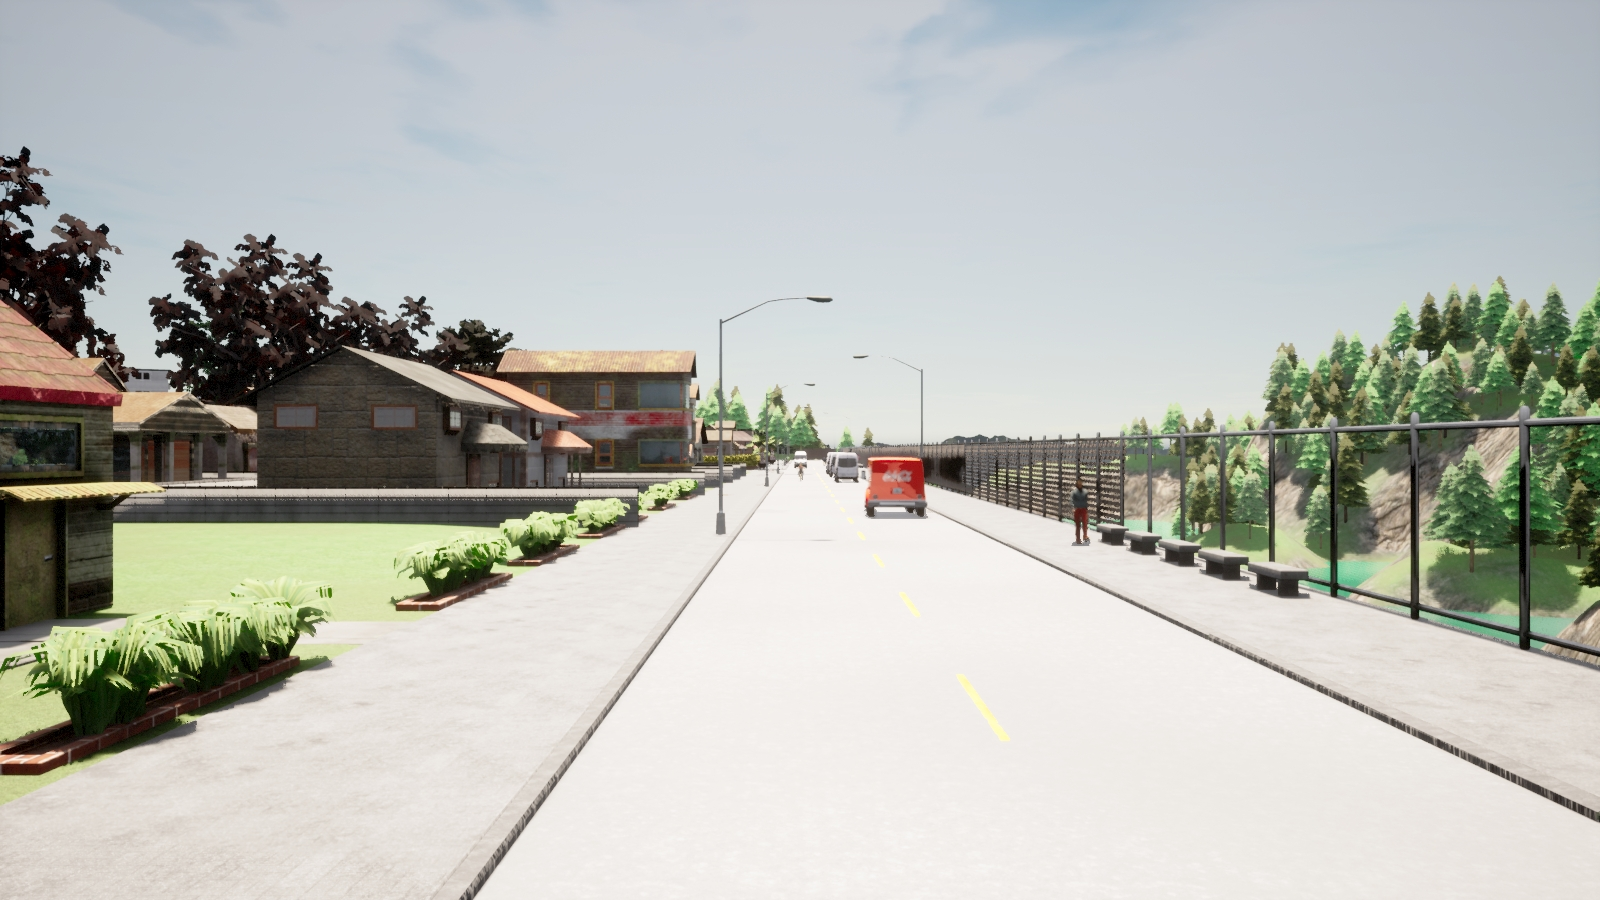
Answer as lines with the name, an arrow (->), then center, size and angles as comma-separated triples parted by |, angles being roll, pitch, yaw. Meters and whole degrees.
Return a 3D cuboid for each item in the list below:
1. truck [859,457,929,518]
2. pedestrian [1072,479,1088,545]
truck -> 4.036, 1.570, 49.790 | 2.627, 2.467, 5.204 | 0, 0, 0
pedestrian -> 7.904, 1.743, 32.277 | 0.375, 1.860, 0.375 | 0, 0, 0
